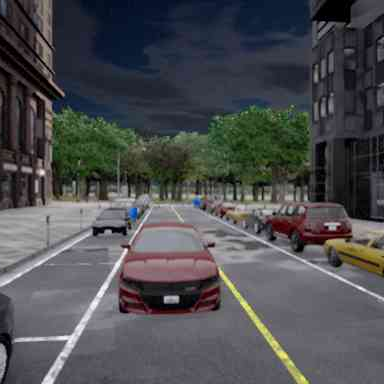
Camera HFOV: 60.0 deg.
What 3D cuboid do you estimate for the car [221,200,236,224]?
[{"bbox_3d":[3.640,1.565,24.930,1.752,1.417,4.829,0,0,-5],"label":"car"}]

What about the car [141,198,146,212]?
[{"bbox_3d":[-5.320,1.560,29.218,1.752,1.417,4.829,0,0,-5],"label":"car"}]

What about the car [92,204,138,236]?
[{"bbox_3d":[-4.330,1.585,18.558,1.947,1.339,4.313,0,0,-5],"label":"car"}]

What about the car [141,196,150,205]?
[{"bbox_3d":[-6.326,1.577,40.047,1.752,1.417,4.829,0,0,-5],"label":"car"}]

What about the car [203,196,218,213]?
[{"bbox_3d":[2.650,1.496,35.589,1.967,1.590,4.097,0,0,-5],"label":"car"}]

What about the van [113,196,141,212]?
[{"bbox_3d":[-4.833,1.368,23.973,1.690,1.788,3.998,0,0,-5],"label":"van"}]

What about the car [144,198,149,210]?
[{"bbox_3d":[-5.839,1.609,34.801,1.947,1.339,4.313,0,0,-5],"label":"car"}]

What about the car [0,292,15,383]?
[{"bbox_3d":[-2.822,1.550,2.316,2.008,1.369,4.403,0,0,-5],"label":"car"}]

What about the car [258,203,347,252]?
[{"bbox_3d":[4.661,1.340,13.932,2.192,1.841,5.009,0,0,-5],"label":"car"}]

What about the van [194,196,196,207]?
[{"bbox_3d":[1.645,1.415,46.418,1.690,1.788,3.998,0,0,-5],"label":"van"}]

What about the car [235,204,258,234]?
[{"bbox_3d":[4.158,1.583,19.346,2.008,1.369,4.403,0,0,-5],"label":"car"}]

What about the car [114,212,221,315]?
[{"bbox_3d":[-0.567,1.487,7.920,1.882,1.535,5.008,0,0,-5],"label":"car"}]

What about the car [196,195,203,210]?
[{"bbox_3d":[2.147,1.380,41.004,2.192,1.841,5.009,0,0,-5],"label":"car"}]

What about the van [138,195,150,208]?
[{"bbox_3d":[-7.347,1.411,51.045,1.690,1.788,3.998,0,0,-5],"label":"van"}]

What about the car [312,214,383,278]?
[{"bbox_3d":[5.148,1.544,8.687,1.752,1.417,4.829,0,0,-5],"label":"car"}]

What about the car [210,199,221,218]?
[{"bbox_3d":[3.153,1.592,30.175,1.887,1.381,4.507,0,0,-5],"label":"car"}]
